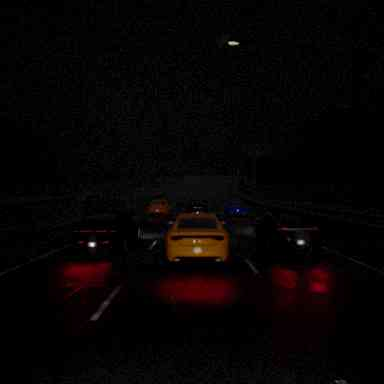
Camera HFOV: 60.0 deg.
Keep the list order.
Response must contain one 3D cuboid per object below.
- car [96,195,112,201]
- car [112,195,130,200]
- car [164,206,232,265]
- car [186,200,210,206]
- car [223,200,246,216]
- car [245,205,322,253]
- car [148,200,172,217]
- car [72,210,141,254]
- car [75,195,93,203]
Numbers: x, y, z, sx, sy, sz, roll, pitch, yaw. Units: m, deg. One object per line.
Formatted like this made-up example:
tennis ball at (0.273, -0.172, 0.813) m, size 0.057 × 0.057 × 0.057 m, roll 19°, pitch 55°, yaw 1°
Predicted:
car at (-15.925, 1.279, 60.590) m, size 1.994 × 1.385 × 4.181 m, roll 0°, pitch 1°, yaw 3°
car at (-12.429, 1.283, 60.467) m, size 1.994 × 1.385 × 4.181 m, roll 0°, pitch 1°, yaw 3°
car at (0.181, 1.470, 11.727) m, size 1.882 × 1.535 × 5.008 m, roll 0°, pitch 0°, yaw 1°
car at (0.521, 1.484, 29.940) m, size 1.837 × 1.490 × 4.892 m, roll 0°, pitch 0°, yaw 1°
car at (4.062, 1.457, 31.438) m, size 1.882 × 1.535 × 5.008 m, roll 0°, pitch 0°, yaw 2°
car at (3.703, 1.484, 13.644) m, size 2.128 × 1.511 × 4.902 m, roll 0°, pitch 0°, yaw 1°
car at (-2.942, 1.452, 31.372) m, size 1.882 × 1.535 × 5.008 m, roll 0°, pitch 0°, yaw 2°
car at (-3.298, 1.494, 13.500) m, size 1.837 × 1.490 × 4.892 m, roll 0°, pitch 0°, yaw 1°
car at (-19.452, 1.246, 60.157) m, size 1.812 × 1.442 × 4.674 m, roll 0°, pitch 1°, yaw 3°
